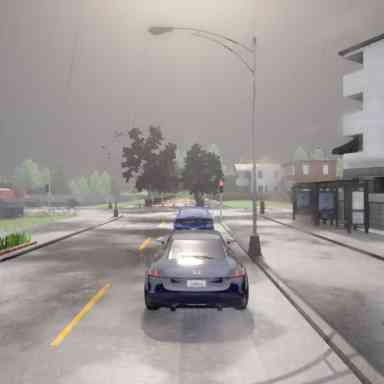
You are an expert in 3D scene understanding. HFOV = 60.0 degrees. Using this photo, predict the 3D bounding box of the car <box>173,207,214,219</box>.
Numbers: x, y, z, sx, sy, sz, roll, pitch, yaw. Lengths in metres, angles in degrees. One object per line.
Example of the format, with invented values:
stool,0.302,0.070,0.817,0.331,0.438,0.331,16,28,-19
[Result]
car,0.080,1.478,16.791,1.882,1.535,5.008,0,0,0

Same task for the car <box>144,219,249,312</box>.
car,0.090,1.564,7.808,1.994,1.385,4.181,0,0,0
